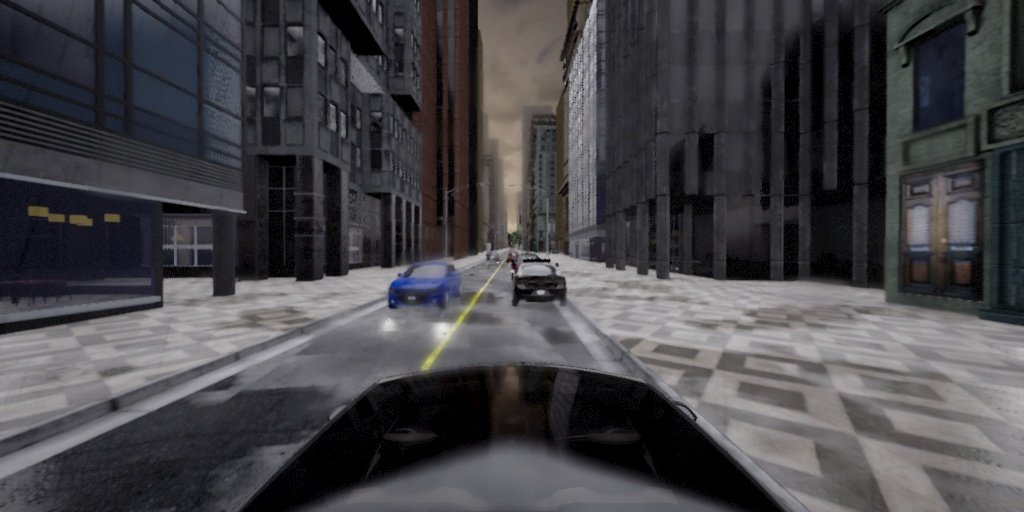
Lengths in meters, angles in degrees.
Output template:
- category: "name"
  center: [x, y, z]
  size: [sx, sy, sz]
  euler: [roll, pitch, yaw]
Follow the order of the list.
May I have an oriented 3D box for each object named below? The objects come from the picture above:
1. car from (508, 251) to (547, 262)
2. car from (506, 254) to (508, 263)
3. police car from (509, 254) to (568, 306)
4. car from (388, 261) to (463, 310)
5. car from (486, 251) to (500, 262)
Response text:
- category: "car"
  center: [0.993, 0.601, 23.936]
  size: [2.097, 1.767, 4.553]
  euler: [0, 1, 0]
- category: "car"
  center: [0.231, 0.187, 49.598]
  size: [1.812, 1.442, 4.674]
  euler: [0, 1, 1]
- category: "police car"
  center: [0.952, 0.900, 14.080]
  size: [1.930, 1.638, 5.238]
  euler: [0, 1, 0]
- category: "car"
  center: [-3.050, 0.966, 13.427]
  size: [1.882, 1.535, 5.008]
  euler: [0, 1, 0]
- category: "car"
  center: [-2.849, 0.054, 53.894]
  size: [2.128, 1.511, 4.902]
  euler: [0, 1, 1]
